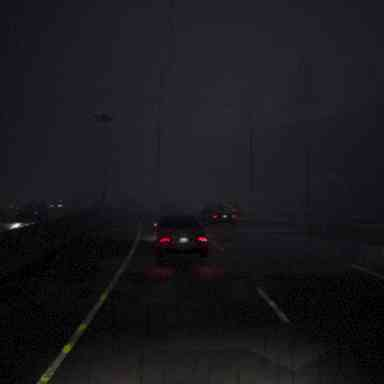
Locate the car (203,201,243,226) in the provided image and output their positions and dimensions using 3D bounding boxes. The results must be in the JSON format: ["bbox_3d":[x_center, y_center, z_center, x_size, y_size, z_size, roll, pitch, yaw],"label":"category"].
[{"bbox_3d":[1.692,1.605,23.557,2.033,1.411,5.357,0,0,-9],"label":"car"}]

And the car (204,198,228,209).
[{"bbox_3d":[3.370,1.641,47.293,1.812,1.442,4.674,0,0,-17],"label":"car"}]

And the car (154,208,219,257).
[{"bbox_3d":[-0.509,1.589,13.158,2.033,1.411,5.357,0,0,-6],"label":"car"}]

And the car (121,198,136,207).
[{"bbox_3d":[-10.500,1.720,55.223,2.128,1.511,4.902,0,0,-22],"label":"car"}]

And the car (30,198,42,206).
[{"bbox_3d":[-30.667,1.941,65.289,1.895,1.301,4.718,0,0,-28],"label":"car"}]

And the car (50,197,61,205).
[{"bbox_3d":[-27.669,1.728,67.110,2.097,1.767,4.553,0,0,-28],"label":"car"}]

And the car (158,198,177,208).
[{"bbox_3d":[-3.390,1.631,45.369,1.882,1.535,5.008,0,0,-17],"label":"car"}]

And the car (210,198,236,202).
[{"bbox_3d":[3.461,1.551,32.993,1.882,1.535,5.008,0,0,-12],"label":"car"}]

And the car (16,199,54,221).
[{"bbox_3d":[-13.826,1.652,29.165,1.882,1.535,5.008,0,0,-12],"label":"car"}]

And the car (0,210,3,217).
[{"bbox_3d":[-16.765,1.786,26.235,1.895,1.301,4.718,0,0,-11],"label":"car"}]
